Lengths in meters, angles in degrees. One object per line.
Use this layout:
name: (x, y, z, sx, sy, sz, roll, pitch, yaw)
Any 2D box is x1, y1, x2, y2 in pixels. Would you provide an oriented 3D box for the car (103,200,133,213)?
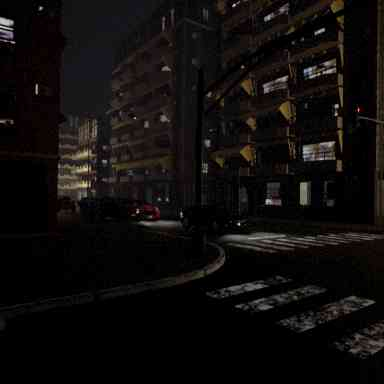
car: (-8.817, 1.718, 39.373, 1.994, 1.385, 4.181, 1, -1, -35)

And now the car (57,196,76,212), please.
car: (-15.229, 1.368, 39.067, 2.192, 1.841, 5.009, 1, -1, -35)

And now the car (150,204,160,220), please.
car: (-4.569, 1.404, 28.263, 2.097, 1.767, 4.553, 1, -1, -35)

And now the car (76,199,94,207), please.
car: (-18.454, 1.866, 57.271, 1.802, 1.307, 4.206, 1, -1, -35)

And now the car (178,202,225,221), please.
car: (0.758, 1.685, 30.093, 1.752, 1.417, 4.829, 1, -1, -35)

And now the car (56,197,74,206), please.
car: (-22.460, 1.745, 58.674, 1.837, 1.490, 4.892, 1, -3, -35)

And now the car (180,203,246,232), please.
car: (1.155, 1.527, 20.215, 1.837, 1.490, 4.892, 1, -1, -36)

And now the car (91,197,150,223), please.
car: (-5.574, 1.309, 25.408, 2.192, 1.841, 5.009, 1, -1, -35)

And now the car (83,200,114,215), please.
car: (-10.272, 1.650, 36.332, 1.994, 1.385, 4.181, 1, -1, -35)

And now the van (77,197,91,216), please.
van: (-8.793, 1.354, 29.960, 1.690, 1.788, 3.998, 1, -1, -35)
